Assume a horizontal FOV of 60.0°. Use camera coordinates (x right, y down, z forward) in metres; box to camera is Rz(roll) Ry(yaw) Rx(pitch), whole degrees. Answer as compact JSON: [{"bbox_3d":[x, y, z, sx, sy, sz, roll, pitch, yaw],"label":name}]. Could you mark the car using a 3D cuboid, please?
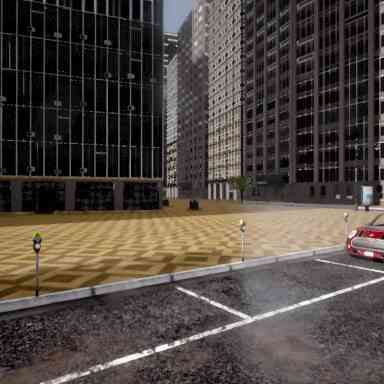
[{"bbox_3d":[7.229,1.437,11.701,4.097,1.590,1.967,0,0,-35],"label":"car"}]
